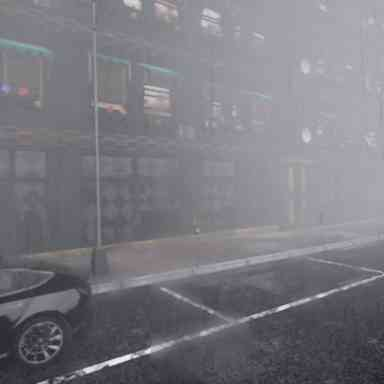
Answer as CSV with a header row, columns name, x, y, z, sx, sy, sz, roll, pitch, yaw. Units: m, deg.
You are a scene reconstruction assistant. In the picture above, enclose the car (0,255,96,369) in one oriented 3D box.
name,x,y,z,sx,sy,sz,roll,pitch,yaw
car,-3.402,1.570,4.145,4.313,1.339,1.947,-1,0,-35
